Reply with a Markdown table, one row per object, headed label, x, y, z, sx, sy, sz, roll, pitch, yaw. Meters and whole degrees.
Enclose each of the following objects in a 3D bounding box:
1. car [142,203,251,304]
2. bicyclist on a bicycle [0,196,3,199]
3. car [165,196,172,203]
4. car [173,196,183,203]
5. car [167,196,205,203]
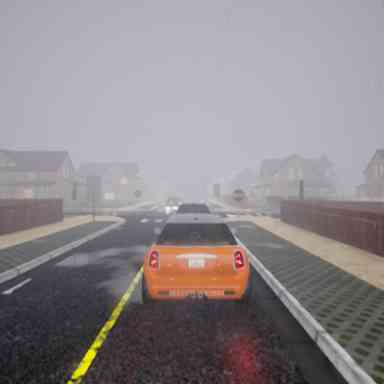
| label | x | y | z | sx | sy | sz | roll | pitch | yaw |
| --- | --- | --- | --- | --- | --- | --- | --- | --- | --- |
| car | 0.084 | 1.312 | 8.209 | 2.097 | 1.767 | 4.553 | 0 | 0 | 0 |
| bicyclist on a bicycle | -20.227 | 1.041 | 34.915 | 0.582 | 1.620 | 1.656 | 0 | 1 | 0 |
| car | -2.933 | 1.329 | 49.570 | 2.128 | 1.511 | 4.902 | 0 | 0 | 0 |
| car | -2.893 | 1.444 | 68.253 | 1.895 | 1.301 | 4.718 | 0 | 0 | 0 |
| car | 0.064 | 1.271 | 17.092 | 2.097 | 1.767 | 4.553 | 0 | 0 | 0 |
